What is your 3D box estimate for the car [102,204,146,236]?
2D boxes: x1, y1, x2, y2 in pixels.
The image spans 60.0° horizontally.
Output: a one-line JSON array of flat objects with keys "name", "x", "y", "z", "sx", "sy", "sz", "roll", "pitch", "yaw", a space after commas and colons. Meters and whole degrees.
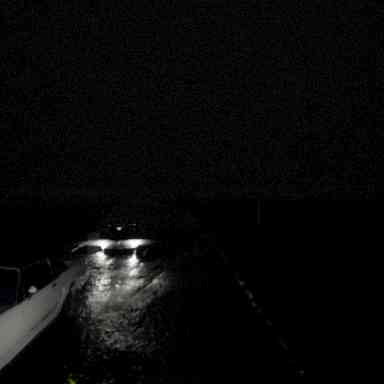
[{"name": "car", "x": -3.583, "y": 1.454, "z": 18.057, "sx": 1.837, "sy": 1.490, "sz": 4.892, "roll": 0, "pitch": 1, "yaw": -4}]

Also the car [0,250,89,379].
[{"name": "car", "x": -2.977, "y": 1.592, "z": 4.524, "sx": 1.895, "sy": 1.301, "sz": 4.718, "roll": 0, "pitch": 0, "yaw": -2}]
